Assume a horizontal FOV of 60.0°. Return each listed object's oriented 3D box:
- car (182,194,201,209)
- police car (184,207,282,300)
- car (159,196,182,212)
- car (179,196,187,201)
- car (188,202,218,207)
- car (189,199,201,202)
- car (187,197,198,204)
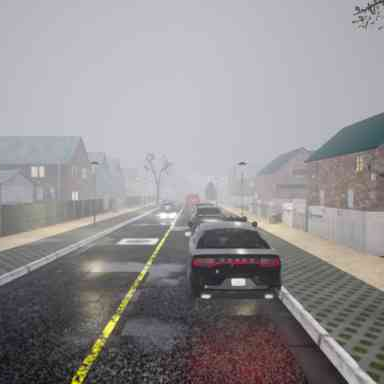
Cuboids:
[{"bbox_3d":[0.131,1.275,46.789,2.150,2.045,5.566,0,0,1],"label":"car"},{"bbox_3d":[0.842,1.423,8.584,1.930,1.638,5.238,0,0,0],"label":"police car"},{"bbox_3d":[-2.670,1.525,38.704,2.128,1.511,4.902,0,0,0],"label":"car"},{"bbox_3d":[-2.558,1.822,92.503,1.994,1.385,4.181,0,0,0],"label":"car"},{"bbox_3d":[0.863,1.509,18.475,1.837,1.490,4.892,0,0,0],"label":"car"},{"bbox_3d":[0.875,1.515,24.476,1.837,1.490,4.892,0,0,0],"label":"car"},{"bbox_3d":[0.136,1.668,66.015,2.033,1.411,5.357,0,0,0],"label":"car"}]
